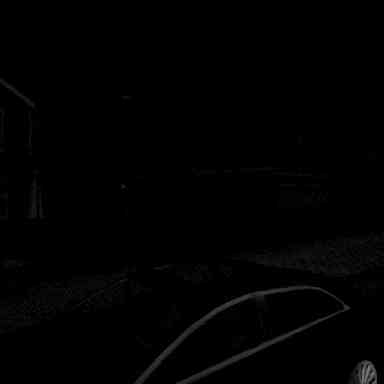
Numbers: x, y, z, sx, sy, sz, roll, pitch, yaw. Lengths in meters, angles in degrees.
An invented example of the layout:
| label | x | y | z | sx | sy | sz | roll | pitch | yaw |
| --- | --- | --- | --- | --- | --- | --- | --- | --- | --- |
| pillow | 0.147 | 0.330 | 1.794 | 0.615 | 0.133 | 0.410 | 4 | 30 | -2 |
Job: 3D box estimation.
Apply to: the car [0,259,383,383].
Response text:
| label | x | y | z | sx | sy | sz | roll | pitch | yaw |
| --- | --- | --- | --- | --- | --- | --- | --- | --- | --- |
| car | -0.075 | 1.487 | 3.023 | 4.902 | 1.511 | 2.128 | 0 | 0 | -36 |
